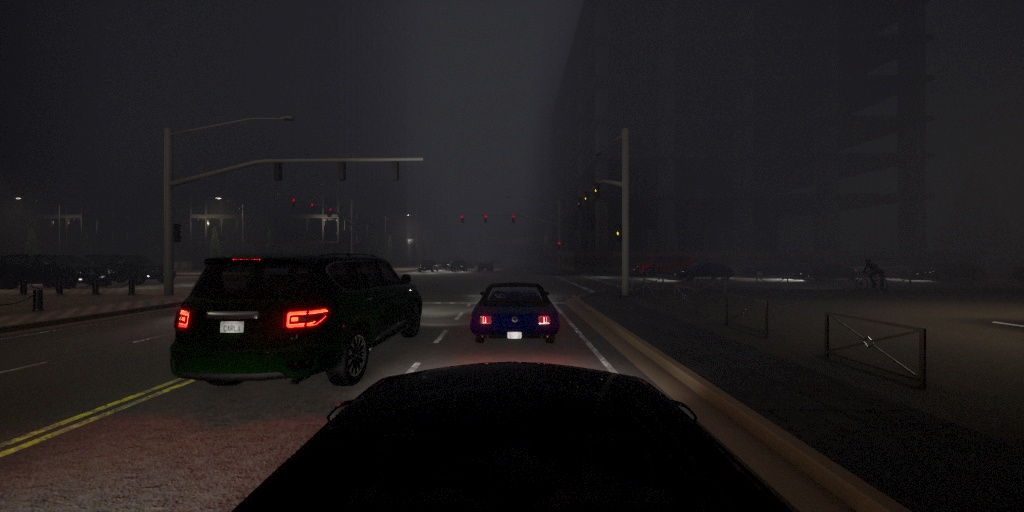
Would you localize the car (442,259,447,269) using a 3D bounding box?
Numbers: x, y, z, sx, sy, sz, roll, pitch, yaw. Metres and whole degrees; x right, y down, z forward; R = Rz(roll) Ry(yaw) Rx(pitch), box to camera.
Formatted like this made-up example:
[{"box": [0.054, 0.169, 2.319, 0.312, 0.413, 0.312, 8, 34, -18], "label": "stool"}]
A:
[{"box": [-10.634, 1.241, 55.236, 2.128, 1.511, 4.902, 0, 0, 0], "label": "car"}]

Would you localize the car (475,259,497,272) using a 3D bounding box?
[{"box": [-3.392, 1.351, 47.195, 1.895, 1.301, 4.718, 0, 0, -1], "label": "car"}]

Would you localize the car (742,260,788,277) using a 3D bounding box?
[{"box": [23.639, 1.172, 32.796, 5.008, 1.535, 1.882, 0, 0, -1], "label": "car"}]

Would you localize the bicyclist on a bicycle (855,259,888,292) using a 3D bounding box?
[{"box": [18.317, 0.998, 18.292, 0.582, 1.620, 1.656, 0, 0, 0], "label": "bicyclist on a bicycle"}]

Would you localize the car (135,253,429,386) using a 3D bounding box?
[{"box": [-3.443, 0.971, 7.117, 2.150, 2.045, 5.566, 0, 0, 0], "label": "car"}]

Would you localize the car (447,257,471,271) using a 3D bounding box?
[{"box": [-7.136, 1.255, 48.517, 1.837, 1.490, 4.892, 0, 0, 0], "label": "car"}]

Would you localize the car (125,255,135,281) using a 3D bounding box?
[{"box": [-26.940, 0.916, 25.077, 5.566, 2.045, 2.150, 0, 0, 1], "label": "car"}]

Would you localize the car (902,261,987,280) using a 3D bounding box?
[{"box": [35.587, 1.199, 29.335, 4.892, 1.490, 1.837, 0, 0, 0], "label": "car"}]

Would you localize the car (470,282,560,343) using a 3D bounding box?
[{"box": [0.073, 1.351, 9.633, 1.895, 1.301, 4.718, 0, 0, 0], "label": "car"}]

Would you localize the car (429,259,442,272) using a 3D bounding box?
[{"box": [-10.636, 1.255, 45.893, 1.837, 1.490, 4.892, 0, 0, 0], "label": "car"}]

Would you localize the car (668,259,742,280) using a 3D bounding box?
[{"box": [15.629, 1.220, 29.243, 4.674, 1.442, 1.812, 0, 0, 0], "label": "car"}]

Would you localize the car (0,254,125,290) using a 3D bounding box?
[{"box": [-27.391, 0.916, 21.570, 5.566, 2.045, 2.150, 0, 0, 0], "label": "car"}]

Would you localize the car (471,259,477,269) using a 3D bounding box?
[{"box": [-7.130, 1.228, 57.975, 1.882, 1.535, 5.008, 0, 0, 0], "label": "car"}]

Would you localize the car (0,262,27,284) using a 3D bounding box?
[{"box": [-37.658, 1.199, 25.121, 4.892, 1.490, 1.837, 0, 0, 1], "label": "car"}]

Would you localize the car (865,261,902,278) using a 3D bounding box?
[{"box": [33.633, 1.220, 32.830, 4.674, 1.442, 1.812, 0, 0, 0], "label": "car"}]

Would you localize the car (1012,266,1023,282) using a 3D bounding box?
[{"box": [39.233, 1.172, 25.665, 5.008, 1.535, 1.882, 0, 0, 0], "label": "car"}]

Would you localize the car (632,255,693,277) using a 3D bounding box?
[{"box": [13.909, 0.917, 32.758, 5.566, 2.045, 2.150, 0, 0, 0], "label": "car"}]

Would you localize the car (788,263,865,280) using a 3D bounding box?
[{"box": [25.593, 1.259, 29.306, 4.181, 1.385, 1.994, 0, 0, 0], "label": "car"}]
